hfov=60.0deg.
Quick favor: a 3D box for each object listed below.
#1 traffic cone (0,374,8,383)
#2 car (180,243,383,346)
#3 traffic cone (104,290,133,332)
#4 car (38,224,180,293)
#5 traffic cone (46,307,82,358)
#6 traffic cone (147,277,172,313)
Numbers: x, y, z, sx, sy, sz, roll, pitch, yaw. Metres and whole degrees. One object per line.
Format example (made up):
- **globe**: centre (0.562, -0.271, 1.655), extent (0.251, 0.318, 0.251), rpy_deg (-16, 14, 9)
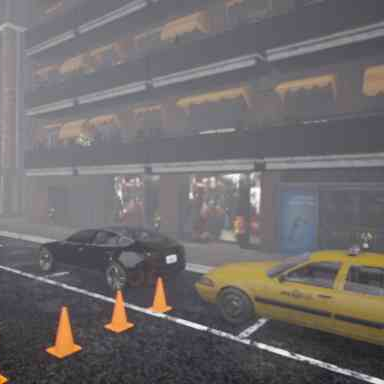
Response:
- **traffic cone**: centre (-2.361, 1.899, 3.815), extent (0.340, 0.580, 0.340), rpy_deg (1, 0, 36)
- **car**: centre (2.306, 1.522, 5.350), extent (4.829, 1.417, 1.752), rpy_deg (1, 0, 36)
- **traffic cone**: centre (-1.196, 1.903, 5.441), extent (0.340, 0.580, 0.340), rpy_deg (1, 0, 36)
- **car**: centre (-2.146, 1.479, 8.543), extent (4.313, 1.339, 1.947), rpy_deg (1, 0, 36)
- **traffic cone**: centre (-1.778, 1.901, 4.628), extent (0.340, 0.580, 0.340), rpy_deg (1, 0, 36)
- **traffic cone**: centre (-0.613, 1.906, 6.253), extent (0.340, 0.580, 0.340), rpy_deg (1, 0, 36)
